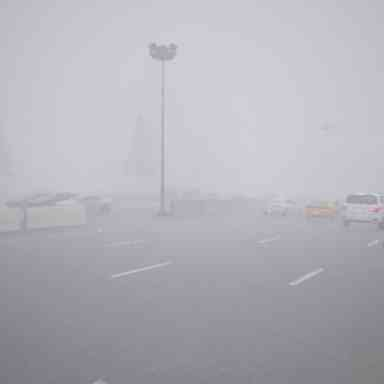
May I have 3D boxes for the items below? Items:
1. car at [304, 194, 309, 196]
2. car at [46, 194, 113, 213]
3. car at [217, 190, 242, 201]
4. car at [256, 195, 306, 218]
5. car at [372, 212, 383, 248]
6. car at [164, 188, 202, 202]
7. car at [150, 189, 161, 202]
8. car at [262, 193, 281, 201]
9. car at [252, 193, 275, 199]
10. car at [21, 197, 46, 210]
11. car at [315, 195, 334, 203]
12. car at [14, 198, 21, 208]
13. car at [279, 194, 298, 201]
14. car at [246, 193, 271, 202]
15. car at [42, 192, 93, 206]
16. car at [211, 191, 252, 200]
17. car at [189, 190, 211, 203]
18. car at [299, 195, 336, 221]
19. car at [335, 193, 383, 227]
[{"bbox_3d":[22.178,1.227,66.135,1.837,1.490,4.892,2,0,40],"label":"car"},{"bbox_3d":[-8.177,0.916,25.236,1.812,1.442,4.674,2,2,40],"label":"car"},{"bbox_3d":[6.604,0.658,58.665,2.097,1.767,4.553,2,1,41],"label":"car"},{"bbox_3d":[7.397,1.219,27.026,1.812,1.442,4.674,2,1,40],"label":"car"},{"bbox_3d":[8.334,1.499,11.962,2.033,1.411,5.357,2,1,40],"label":"car"},{"bbox_3d":[-0.649,0.467,44.817,2.150,2.045,5.566,2,1,41],"label":"car"},{"bbox_3d":[-3.375,0.380,47.007,2.150,2.045,5.566,2,0,41],"label":"car"},{"bbox_3d":[16.832,1.053,70.651,1.837,1.490,4.892,2,0,40],"label":"car"},{"bbox_3d":[12.249,0.989,54.534,1.837,1.490,4.892,2,1,41],"label":"car"},{"bbox_3d":[-10.878,0.783,27.460,1.882,1.535,5.008,2,1,40],"label":"car"},{"bbox_3d":[26.073,1.351,65.314,1.837,1.490,4.892,2,0,40],"label":"car"},{"bbox_3d":[-13.524,0.762,29.751,2.033,1.411,5.357,2,2,40],"label":"car"},{"bbox_3d":[20.033,1.155,69.013,1.837,1.490,4.892,2,0,40],"label":"car"},{"bbox_3d":[11.990,0.942,59.564,2.128,1.511,4.902,2,0,40],"label":"car"},{"bbox_3d":[-13.192,0.702,35.525,1.895,1.301,4.718,2,2,40],"label":"car"},{"bbox_3d":[4.855,0.897,40.506,1.882,1.535,5.008,2,1,41],"label":"car"},{"bbox_3d":[2.205,0.841,42.787,1.837,1.490,4.892,2,0,41],"label":"car"},{"bbox_3d":[10.136,1.261,24.854,1.882,1.535,5.008,2,1,40],"label":"car"},{"bbox_3d":[11.014,1.087,20.486,2.150,2.045,5.566,2,1,40],"label":"car"}]
